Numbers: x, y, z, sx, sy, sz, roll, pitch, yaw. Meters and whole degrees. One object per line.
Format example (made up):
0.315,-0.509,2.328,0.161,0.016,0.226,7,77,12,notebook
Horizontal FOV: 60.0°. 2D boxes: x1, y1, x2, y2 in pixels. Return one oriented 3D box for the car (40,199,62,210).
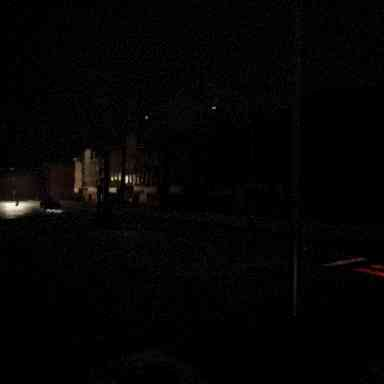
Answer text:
-19.252,1.613,45.112,2.033,1.411,5.357,2,-1,-36,car
